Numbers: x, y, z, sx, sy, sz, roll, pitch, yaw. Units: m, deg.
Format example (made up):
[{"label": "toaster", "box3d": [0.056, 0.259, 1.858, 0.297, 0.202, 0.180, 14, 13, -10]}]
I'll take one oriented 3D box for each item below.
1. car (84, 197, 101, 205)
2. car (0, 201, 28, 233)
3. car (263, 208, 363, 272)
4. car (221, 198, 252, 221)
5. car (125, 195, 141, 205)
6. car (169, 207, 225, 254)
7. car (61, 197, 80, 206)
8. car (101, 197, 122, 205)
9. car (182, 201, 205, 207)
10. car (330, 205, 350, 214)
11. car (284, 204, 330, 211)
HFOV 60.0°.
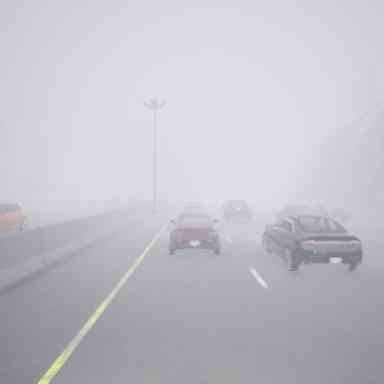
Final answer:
[{"label": "car", "box3d": [-17.387, 1.595, 59.152, 2.033, 1.411, 5.357, 0, 0, 2]}, {"label": "car", "box3d": [-10.596, 1.366, 17.455, 2.097, 1.767, 4.553, 0, 0, 0]}, {"label": "car", "box3d": [3.600, 1.500, 10.751, 2.128, 1.511, 4.902, 0, 0, 0]}, {"label": "car", "box3d": [3.603, 1.374, 27.750, 2.097, 1.767, 4.553, 0, 0, 0]}, {"label": "car", "box3d": [-10.372, 1.399, 58.852, 2.097, 1.767, 4.553, 0, 0, 2]}, {"label": "car", "box3d": [0.088, 1.537, 13.374, 1.812, 1.442, 4.674, 0, 0, 0]}, {"label": "car", "box3d": [-20.914, 1.610, 57.343, 1.994, 1.385, 4.181, 0, 0, 2]}, {"label": "car", "box3d": [-13.891, 1.595, 58.929, 2.033, 1.411, 5.357, 0, 0, 2]}, {"label": "car", "box3d": [0.104, 1.501, 29.590, 1.882, 1.535, 5.008, 0, 0, 0]}, {"label": "car", "box3d": [10.604, 1.622, 26.444, 1.895, 1.301, 4.718, 0, 0, 0]}, {"label": "car", "box3d": [7.102, 1.566, 22.595, 2.033, 1.411, 5.357, 0, 0, 0]}]
